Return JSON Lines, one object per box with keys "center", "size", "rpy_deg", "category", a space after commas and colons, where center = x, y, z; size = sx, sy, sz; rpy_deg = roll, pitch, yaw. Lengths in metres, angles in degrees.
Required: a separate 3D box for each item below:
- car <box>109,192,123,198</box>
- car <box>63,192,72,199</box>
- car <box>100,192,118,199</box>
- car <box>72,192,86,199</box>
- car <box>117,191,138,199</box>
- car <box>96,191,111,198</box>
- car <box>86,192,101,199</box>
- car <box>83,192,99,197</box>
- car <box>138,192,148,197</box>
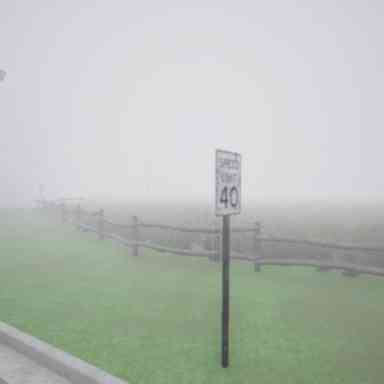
{"center": [-19.659, 0.718, 86.224], "size": [1.994, 1.385, 4.181], "rpy_deg": [1, 0, 10], "category": "car"}
{"center": [-28.299, 0.819, 77.759], "size": [1.812, 1.442, 4.674], "rpy_deg": [1, 0, 10], "category": "car"}
{"center": [-18.065, 0.941, 75.349], "size": [2.033, 1.411, 5.357], "rpy_deg": [1, 0, 10], "category": "car"}
{"center": [-24.953, 0.805, 76.591], "size": [1.882, 1.535, 5.008], "rpy_deg": [1, 0, 10], "category": "car"}
{"center": [-14.542, 1.028, 75.168], "size": [1.895, 1.301, 4.718], "rpy_deg": [1, 0, 10], "category": "car"}
{"center": [-23.103, 0.611, 86.844], "size": [1.882, 1.535, 5.008], "rpy_deg": [1, 0, 10], "category": "car"}
{"center": [-21.509, 0.909, 75.970], "size": [2.033, 1.411, 5.357], "rpy_deg": [1, 0, 10], "category": "car"}
{"center": [-26.543, 0.696, 87.495], "size": [1.895, 1.301, 4.718], "rpy_deg": [1, 0, 10], "category": "car"}
{"center": [-12.771, 0.782, 84.982], "size": [1.994, 1.385, 4.181], "rpy_deg": [1, 0, 10], "category": "car"}
